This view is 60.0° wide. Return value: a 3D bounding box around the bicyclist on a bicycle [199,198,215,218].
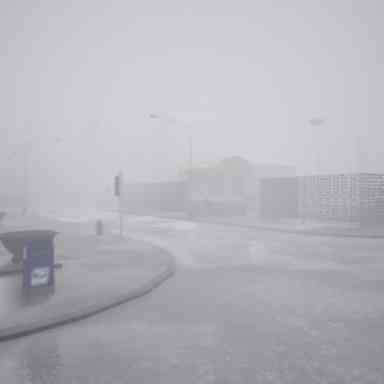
[{"bbox_3d":[1.225,1.277,27.137,1.656,1.620,0.582,-1,0,-35],"label":"bicyclist on a bicycle"}]
